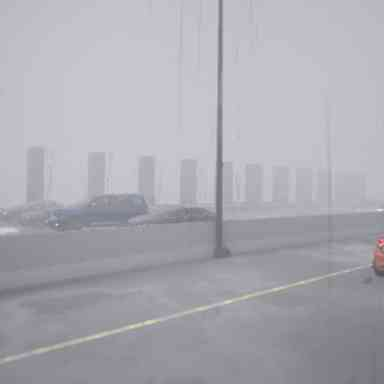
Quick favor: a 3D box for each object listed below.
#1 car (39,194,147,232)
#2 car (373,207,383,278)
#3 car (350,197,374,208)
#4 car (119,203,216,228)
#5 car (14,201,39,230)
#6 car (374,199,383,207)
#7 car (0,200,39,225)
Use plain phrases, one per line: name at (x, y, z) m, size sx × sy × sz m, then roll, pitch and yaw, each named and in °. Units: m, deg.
car at (-4.879, 1.115, 17.925) m, size 5.566 × 2.045 × 2.150 m, roll 1°, pitch 0°, yaw -36°
car at (6.879, 1.364, 8.910) m, size 4.553 × 1.767 × 2.097 m, roll 0°, pitch 0°, yaw -36°
car at (24.156, 1.483, 46.883) m, size 4.902 × 1.511 × 2.128 m, roll 0°, pitch 0°, yaw -35°
car at (-0.846, 1.433, 16.530) m, size 4.892 × 1.490 × 1.837 m, roll 1°, pitch 0°, yaw -36°
car at (-8.025, 1.425, 19.935) m, size 4.181 × 1.385 × 1.994 m, roll 0°, pitch 0°, yaw -36°
car at (26.812, 1.584, 44.480) m, size 4.181 × 1.385 × 1.994 m, roll 0°, pitch 0°, yaw -35°
car at (-10.427, 1.325, 22.514) m, size 4.902 × 1.511 × 2.128 m, roll 0°, pitch 0°, yaw -36°
